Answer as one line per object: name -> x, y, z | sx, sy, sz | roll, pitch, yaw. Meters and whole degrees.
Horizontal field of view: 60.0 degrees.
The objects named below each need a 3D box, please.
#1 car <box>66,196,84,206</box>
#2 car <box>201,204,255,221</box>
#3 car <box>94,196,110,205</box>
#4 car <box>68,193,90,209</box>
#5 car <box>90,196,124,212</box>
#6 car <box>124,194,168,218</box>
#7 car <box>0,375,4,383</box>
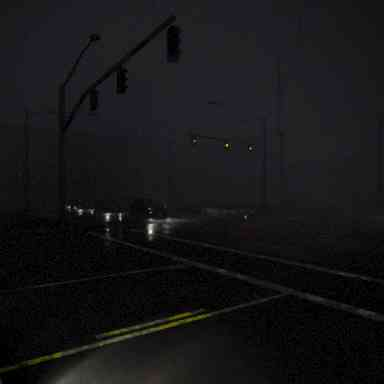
car -> -19.602, 1.491, 56.030 | 2.128, 1.511, 4.902 | 0, 0, -10
car -> 2.810, 1.601, 27.269 | 1.895, 1.301, 4.718 | 0, 0, -36
car -> -16.542, 1.525, 61.100 | 1.812, 1.442, 4.674 | 0, 0, -1
car -> -15.569, 1.221, 46.641 | 2.150, 2.045, 5.566 | 0, 0, -33
car -> -9.832, 1.525, 38.456 | 1.812, 1.442, 4.674 | 0, 0, -36
car -> -4.054, 1.352, 30.447 | 2.097, 1.767, 4.553 | 0, 0, -36
car -> -3.664, 1.548, 1.195 | 5.357, 1.411, 2.033 | 0, 0, -35
